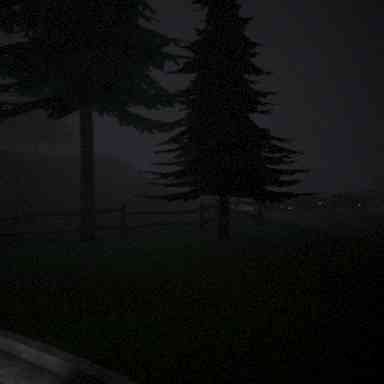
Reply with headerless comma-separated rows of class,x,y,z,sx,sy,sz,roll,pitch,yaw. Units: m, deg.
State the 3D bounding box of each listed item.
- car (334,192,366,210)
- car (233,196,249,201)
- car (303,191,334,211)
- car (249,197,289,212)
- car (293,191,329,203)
car,13.630,0.788,30.261,1.837,1.490,4.892,-1,1,-9
car,7.192,0.550,47.756,1.837,1.490,4.892,-1,1,-9
car,10.227,0.903,29.396,1.994,1.385,4.181,-1,1,-9
car,6.790,0.918,28.728,1.812,1.442,4.674,-1,1,-9
car,15.118,0.587,42.719,2.033,1.411,5.357,-1,1,-9
